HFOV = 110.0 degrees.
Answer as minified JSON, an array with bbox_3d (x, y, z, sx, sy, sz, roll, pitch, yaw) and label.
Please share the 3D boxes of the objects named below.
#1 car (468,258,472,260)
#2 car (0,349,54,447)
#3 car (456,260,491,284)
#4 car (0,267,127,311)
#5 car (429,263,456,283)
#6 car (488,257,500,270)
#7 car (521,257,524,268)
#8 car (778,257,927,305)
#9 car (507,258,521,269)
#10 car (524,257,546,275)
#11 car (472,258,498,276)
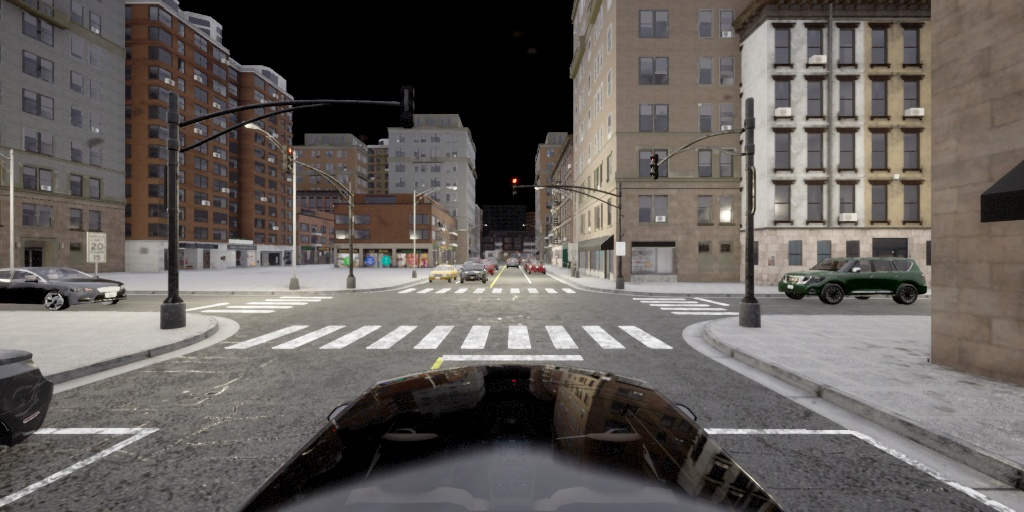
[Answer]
[{"bbox_3d":[-5.366,1.302,45.485,2.007,1.370,4.403,0,0,0],"label":"car"},{"bbox_3d":[-5.388,1.300,1.653,2.007,1.370,4.403,0,0,0],"label":"car"},{"bbox_3d":[-2.815,1.255,27.230,1.837,1.490,4.892,0,0,-1],"label":"car"},{"bbox_3d":[-17.277,1.162,13.323,4.902,1.511,2.128,0,0,2],"label":"car"},{"bbox_3d":[-5.375,1.276,28.329,1.751,1.417,4.829,0,0,0],"label":"car"},{"bbox_3d":[-2.807,1.257,51.123,1.837,1.490,4.892,0,0,0],"label":"car"},{"bbox_3d":[2.659,1.066,45.480,2.192,1.841,5.009,0,0,0],"label":"car"},{"bbox_3d":[15.351,1.056,16.302,5.566,2.045,2.150,0,0,-2],"label":"car"},{"bbox_3d":[0.121,1.317,58.549,1.994,1.385,4.181,0,0,1],"label":"car"},{"bbox_3d":[2.656,1.191,39.818,1.967,1.591,4.097,0,0,0],"label":"car"},{"bbox_3d":[-2.833,1.229,37.866,1.882,1.535,5.008,0,0,0],"label":"car"}]
